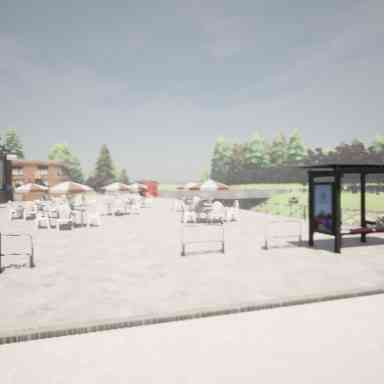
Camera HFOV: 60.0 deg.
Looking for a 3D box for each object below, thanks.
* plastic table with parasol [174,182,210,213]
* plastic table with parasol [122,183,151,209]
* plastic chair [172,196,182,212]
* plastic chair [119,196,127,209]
[{"bbox_3d":[-0.054,0.397,28.240,2.482,2.480,2.482,-1,1,-17],"label":"plastic table with parasol"},{"bbox_3d":[-5.634,0.379,33.583,2.482,2.480,2.482,-1,1,-17],"label":"plastic table with parasol"},{"bbox_3d":[-1.272,1.024,27.991,0.730,1.271,0.750,-1,1,-17],"label":"plastic chair"},{"bbox_3d":[-6.944,1.005,33.401,0.730,1.271,0.750,-1,1,-17],"label":"plastic chair"}]
